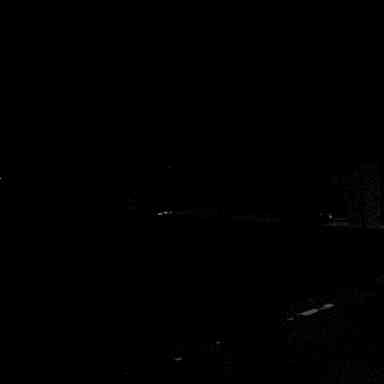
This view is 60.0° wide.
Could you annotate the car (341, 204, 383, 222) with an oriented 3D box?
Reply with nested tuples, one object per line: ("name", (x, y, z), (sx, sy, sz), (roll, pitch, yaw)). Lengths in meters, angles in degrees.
("car", (15.252, 1.728, 28.696), (1.837, 1.490, 4.892), (-1, 0, -36))

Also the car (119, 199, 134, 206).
("car", (-13.539, 2.095, 68.869), (1.812, 1.442, 4.674), (-1, 1, -36))

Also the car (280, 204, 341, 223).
("car", (10.077, 1.865, 29.514), (2.128, 1.511, 4.902), (-1, 0, -34))

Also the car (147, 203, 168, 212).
("car", (-5.219, 2.321, 50.956), (1.994, 1.385, 4.181), (-1, 1, -35))
